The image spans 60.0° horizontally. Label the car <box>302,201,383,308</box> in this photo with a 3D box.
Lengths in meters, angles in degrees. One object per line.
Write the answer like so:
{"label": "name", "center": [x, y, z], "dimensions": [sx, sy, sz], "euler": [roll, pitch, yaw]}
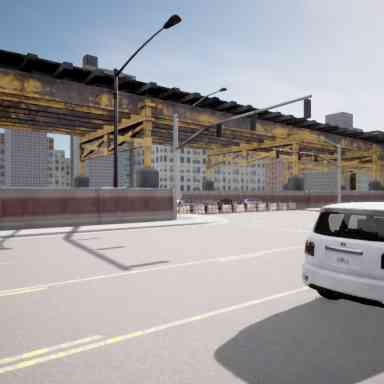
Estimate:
{"label": "car", "center": [4.732, 1.221, 7.133], "dimensions": [5.566, 2.045, 2.150], "euler": [0, 0, -35]}

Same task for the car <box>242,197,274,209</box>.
{"label": "car", "center": [8.000, 1.295, 42.969], "dimensions": [4.536, 1.218, 1.853], "euler": [0, 0, -7]}

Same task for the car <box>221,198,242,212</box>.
{"label": "car", "center": [4.133, 1.453, 39.225], "dimensions": [2.038, 1.542, 4.974], "euler": [0, 0, 18]}

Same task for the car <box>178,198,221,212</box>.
{"label": "car", "center": [0.381, 1.453, 36.549], "dimensions": [4.974, 1.542, 2.038], "euler": [0, 0, 8]}

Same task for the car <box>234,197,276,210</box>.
{"label": "car", "center": [8.052, 1.453, 42.975], "dimensions": [4.974, 1.542, 2.038], "euler": [0, 0, -7]}

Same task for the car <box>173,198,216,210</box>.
{"label": "car", "center": [0.330, 1.295, 36.556], "dimensions": [4.536, 1.218, 1.853], "euler": [0, 0, 8]}

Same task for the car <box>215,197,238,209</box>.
{"label": "car", "center": [4.148, 1.295, 39.275], "dimensions": [1.853, 1.218, 4.536], "euler": [0, 0, 18]}
